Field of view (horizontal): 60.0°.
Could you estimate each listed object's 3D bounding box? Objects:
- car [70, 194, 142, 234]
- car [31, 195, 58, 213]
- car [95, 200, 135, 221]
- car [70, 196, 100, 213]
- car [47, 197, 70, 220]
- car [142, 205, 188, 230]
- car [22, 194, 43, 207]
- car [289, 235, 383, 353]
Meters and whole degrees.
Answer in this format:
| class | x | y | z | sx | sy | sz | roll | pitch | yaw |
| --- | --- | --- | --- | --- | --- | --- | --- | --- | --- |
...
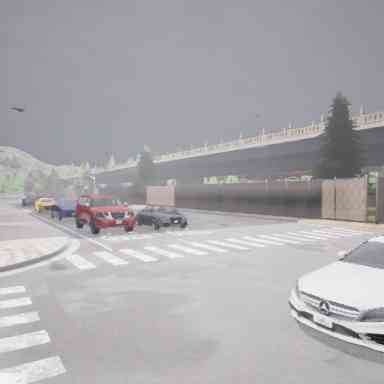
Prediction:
| class | x | y | z | sx | sy | sz | roll | pitch | yaw |
| --- | --- | --- | --- | --- | --- | --- | --- | --- | --- |
| car | -5.160 | 1.166 | 19.178 | 2.150 | 2.045 | 5.566 | 0 | 0 | -32 |
| car | -16.094 | 1.420 | 36.720 | 1.882 | 1.535 | 5.008 | 0 | 0 | -32 |
| car | -6.635 | 1.450 | 28.167 | 1.837 | 1.490 | 4.892 | 0 | 0 | -32 |
| car | -11.758 | 1.296 | 36.381 | 2.097 | 1.767 | 4.553 | 0 | 0 | -32 |
| car | -10.427 | 1.421 | 27.634 | 1.882 | 1.535 | 5.008 | 0 | 0 | -32 |
| car | -1.974 | 1.510 | 20.702 | 1.994 | 1.385 | 4.181 | 0 | 0 | -32 |
| car | -23.988 | 1.291 | 49.481 | 2.097 | 1.767 | 4.553 | 0 | 0 | -31 |
| car | 3.814 | 1.524 | 5.901 | 4.674 | 1.442 | 1.812 | 0 | 0 | -32 |
